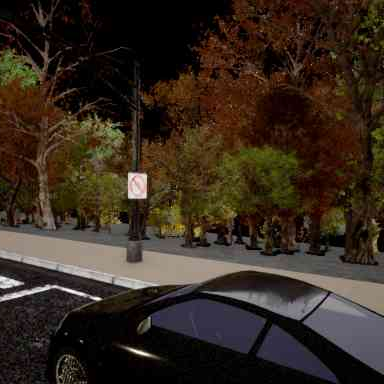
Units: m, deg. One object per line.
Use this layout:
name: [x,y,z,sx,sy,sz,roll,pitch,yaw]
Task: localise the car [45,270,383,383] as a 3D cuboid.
car: [0.374,1.564,3.420,4.181,1.385,1.994,0,0,36]
